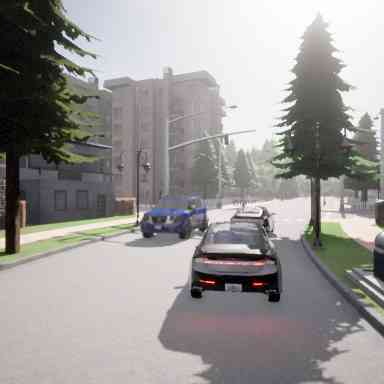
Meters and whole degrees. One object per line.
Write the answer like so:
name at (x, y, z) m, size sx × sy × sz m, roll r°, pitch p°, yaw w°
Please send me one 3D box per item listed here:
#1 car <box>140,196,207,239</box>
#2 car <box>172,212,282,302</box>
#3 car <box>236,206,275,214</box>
car at (-0.714, 1.224, 17.375) m, size 2.150 × 2.045 × 5.566 m, roll 0°, pitch 0°, yaw 17°
car at (1.106, 1.492, 8.335) m, size 2.128 × 1.511 × 4.902 m, roll 0°, pitch 0°, yaw 9°
car at (3.233, 1.492, 17.443) m, size 2.128 × 1.511 × 4.902 m, roll 0°, pitch 0°, yaw 18°
